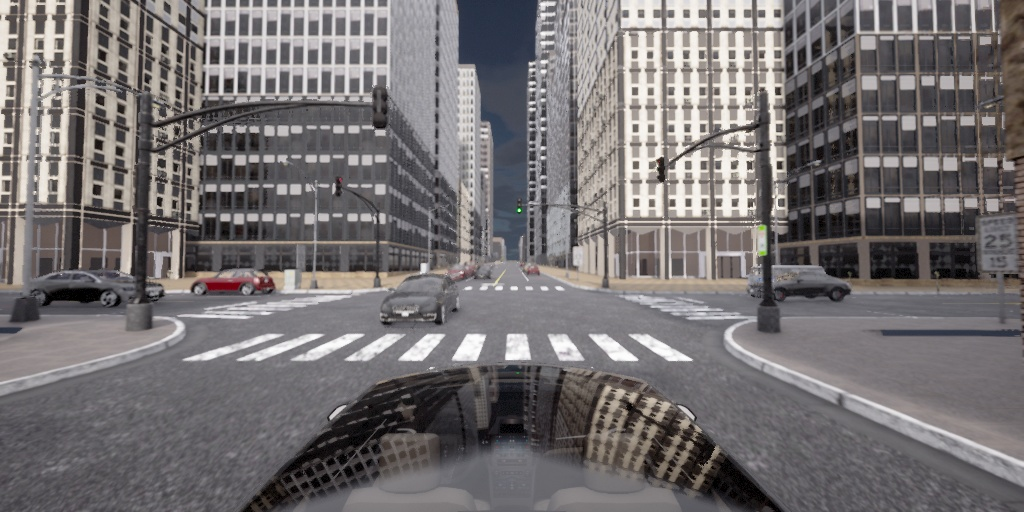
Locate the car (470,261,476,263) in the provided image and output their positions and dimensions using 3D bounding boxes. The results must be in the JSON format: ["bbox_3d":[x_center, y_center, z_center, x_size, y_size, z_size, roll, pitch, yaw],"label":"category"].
[{"bbox_3d":[-5.594,1.636,47.727,2.192,1.841,5.009,0,0,0],"label":"car"}]

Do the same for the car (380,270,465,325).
[{"bbox_3d":[-2.980,1.401,12.440,1.837,1.490,4.892,0,-1,0],"label":"car"}]

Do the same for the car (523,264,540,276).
[{"bbox_3d":[2.787,1.905,47.770,1.802,1.307,4.207,0,0,0],"label":"car"}]

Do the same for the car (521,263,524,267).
[{"bbox_3d":[2.812,1.987,59.095,1.751,1.417,4.829,0,0,0],"label":"car"}]

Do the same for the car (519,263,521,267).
[{"bbox_3d":[2.823,2.097,64.502,1.948,1.339,4.313,0,0,0],"label":"car"}]

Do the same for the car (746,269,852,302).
[{"bbox_3d":[14.676,1.545,18.460,4.674,1.442,1.812,0,-2,0],"label":"car"}]

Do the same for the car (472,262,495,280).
[{"bbox_3d":[-2.927,1.722,37.275,1.837,1.490,4.892,0,0,0],"label":"car"}]

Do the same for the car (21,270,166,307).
[{"bbox_3d":[-17.777,1.354,15.406,4.902,1.511,2.128,0,-2,0],"label":"car"}]

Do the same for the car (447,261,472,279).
[{"bbox_3d":[-5.618,1.622,36.577,1.967,1.591,4.097,0,0,0],"label":"car"}]

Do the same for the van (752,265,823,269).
[{"bbox_3d":[16.020,1.444,21.020,3.998,1.789,1.690,0,0,0],"label":"van"}]

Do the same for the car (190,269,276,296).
[{"bbox_3d":[-16.453,1.488,21.164,4.097,1.591,1.967,0,0,0],"label":"car"}]
